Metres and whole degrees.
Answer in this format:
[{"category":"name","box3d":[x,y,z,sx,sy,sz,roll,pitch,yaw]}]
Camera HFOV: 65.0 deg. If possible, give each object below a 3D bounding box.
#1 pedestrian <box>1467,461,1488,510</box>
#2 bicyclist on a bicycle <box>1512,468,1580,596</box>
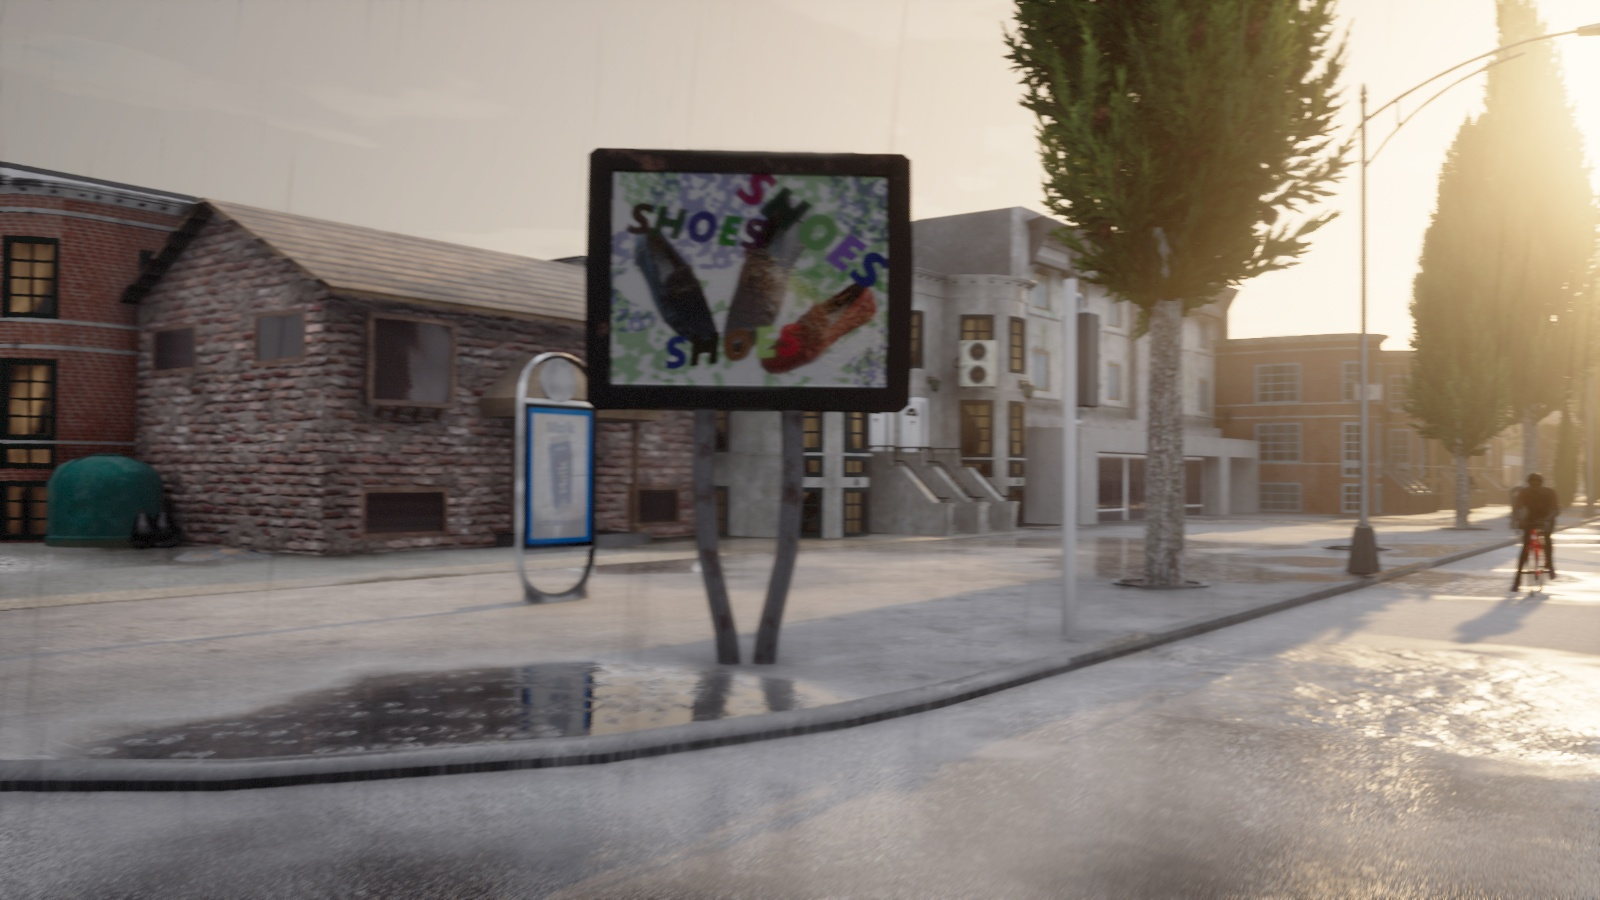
[{"category":"pedestrian","box3d":[25.516,1.332,47.291,0.726,1.835,0.370,1,-1,-35]},{"category":"bicyclist on a bicycle","box3d":[9.973,1.054,16.769,0.582,1.620,1.656,-1,-1,37]}]
